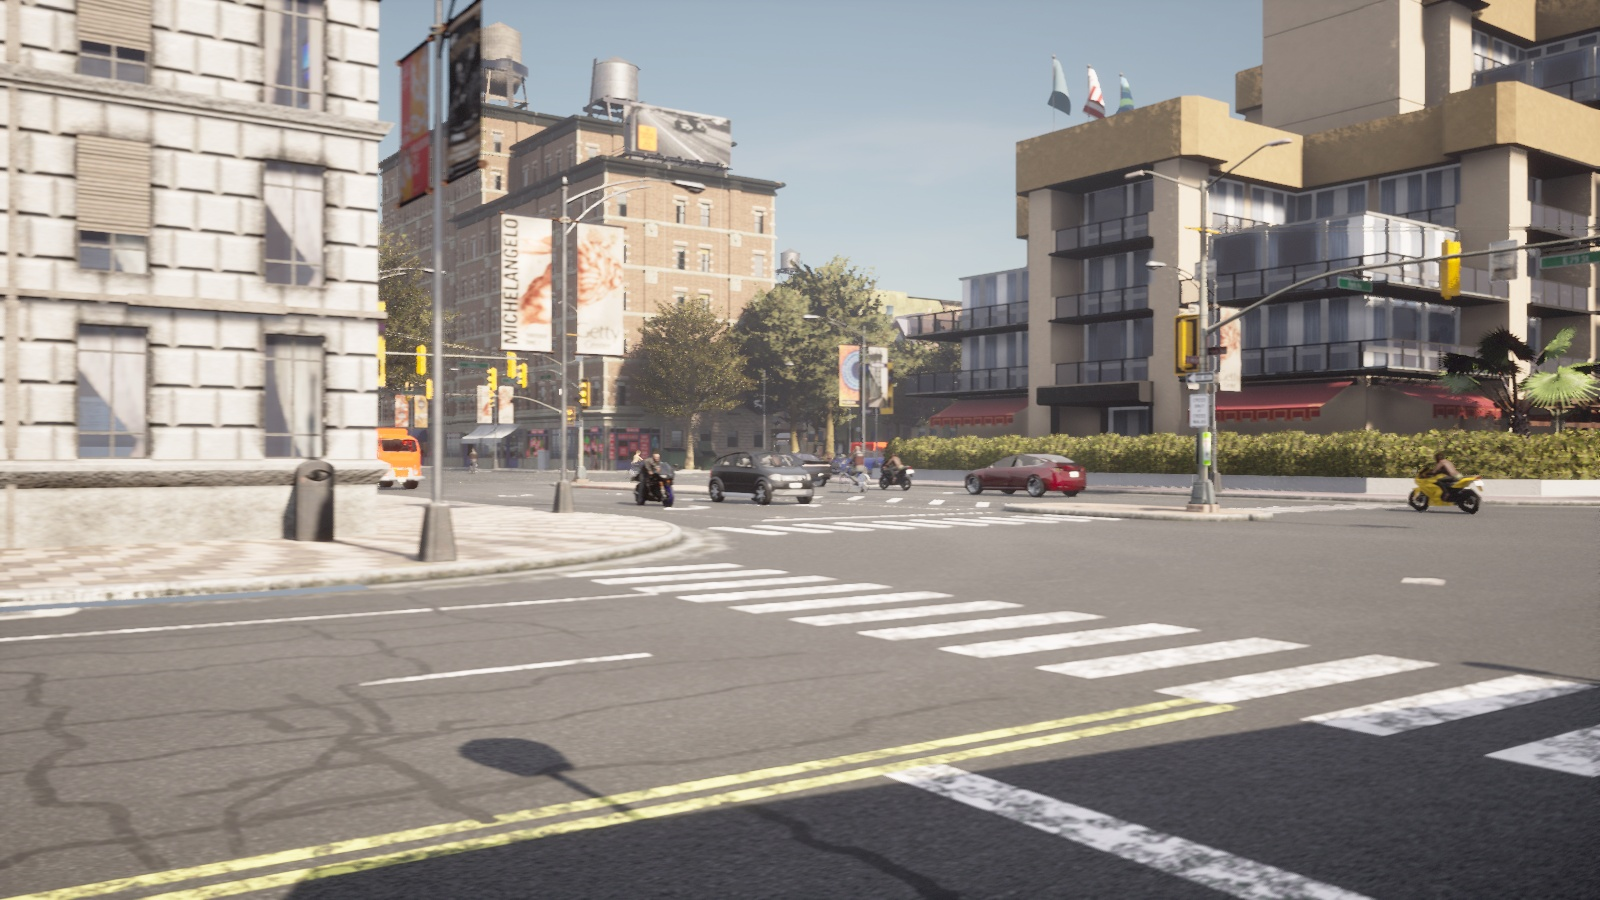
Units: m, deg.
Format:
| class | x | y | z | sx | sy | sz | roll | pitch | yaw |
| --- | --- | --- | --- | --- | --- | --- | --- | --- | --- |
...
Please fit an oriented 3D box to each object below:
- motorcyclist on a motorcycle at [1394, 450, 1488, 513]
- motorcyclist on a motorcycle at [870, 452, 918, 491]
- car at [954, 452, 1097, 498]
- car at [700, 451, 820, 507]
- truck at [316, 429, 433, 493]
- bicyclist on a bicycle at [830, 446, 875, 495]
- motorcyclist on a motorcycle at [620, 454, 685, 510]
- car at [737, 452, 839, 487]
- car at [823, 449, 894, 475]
| class | x | y | z | sx | sy | sz | roll | pitch | yaw |
| --- | --- | --- | --- | --- | --- | --- | --- | --- | --- |
| motorcyclist on a motorcycle | 16.296 | 0.771 | 31.969 | 0.797 | 1.523 | 2.044 | -1 | 0 | -28 |
| motorcyclist on a motorcycle | 3.728 | 0.842 | 49.982 | 0.797 | 1.523 | 2.044 | 0 | 0 | -35 |
| car | 7.853 | 0.836 | 44.159 | 2.163 | 1.488 | 4.792 | 0 | 0 | -35 |
| car | -1.232 | 0.817 | 37.093 | 1.789 | 1.549 | 3.705 | 0 | 0 | -35 |
| truck | -17.265 | 0.419 | 50.806 | 2.627 | 2.467 | 5.204 | 0 | 0 | -42 |
| bicyclist on a bicycle | 1.935 | 0.725 | 46.459 | 0.659 | 1.776 | 1.843 | 0 | 0 | -35 |
| motorcyclist on a motorcycle | -4.151 | 0.875 | 35.158 | 0.866 | 1.530 | 2.191 | 0 | 0 | -35 |
| car | -0.583 | 0.840 | 56.007 | 2.128 | 1.511 | 4.902 | 0 | 0 | -35 |
| car | 4.025 | 0.807 | 86.416 | 4.553 | 1.767 | 2.097 | 0 | 0 | -36 |
